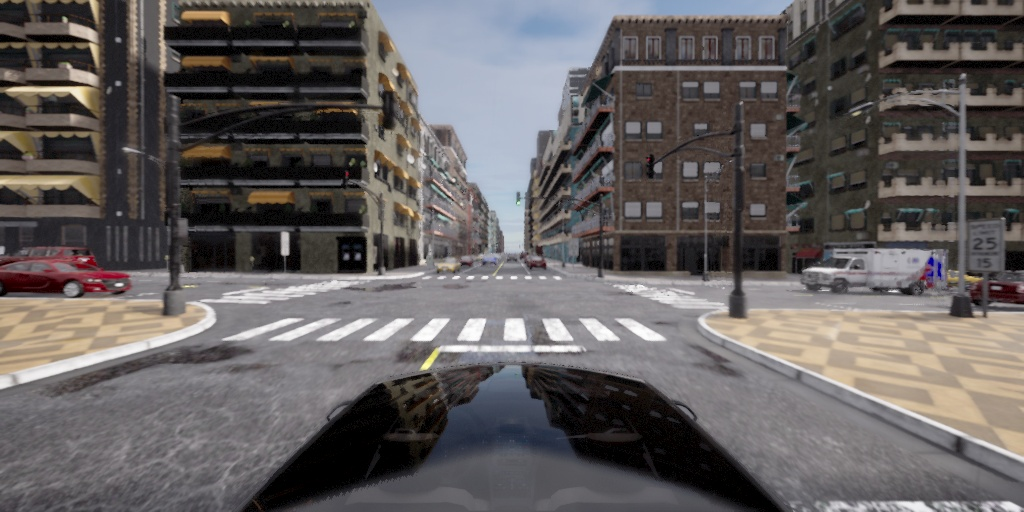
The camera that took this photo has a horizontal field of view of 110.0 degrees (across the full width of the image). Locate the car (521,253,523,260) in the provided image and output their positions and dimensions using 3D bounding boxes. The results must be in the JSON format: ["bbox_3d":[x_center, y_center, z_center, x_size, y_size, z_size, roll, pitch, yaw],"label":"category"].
[{"bbox_3d":[2.696,0.498,54.900,1.802,1.307,4.207,0,0,0],"label":"car"}]

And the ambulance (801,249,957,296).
[{"bbox_3d":[19.608,0.841,19.646,6.366,2.431,2.351,1,0,0],"label":"ambulance"}]

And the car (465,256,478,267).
[{"bbox_3d":[-5.687,0.633,43.869,1.888,1.381,4.507,0,0,0],"label":"car"}]

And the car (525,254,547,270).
[{"bbox_3d":[2.694,0.720,38.332,1.888,1.381,4.507,0,0,0],"label":"car"}]

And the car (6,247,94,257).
[{"bbox_3d":[-28.644,0.365,21.973,5.009,1.841,2.192,0,0,0],"label":"car"}]

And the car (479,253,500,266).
[{"bbox_3d":[-3.054,0.535,48.917,1.812,1.442,4.674,0,1,0],"label":"car"}]

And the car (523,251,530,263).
[{"bbox_3d":[2.695,0.528,43.855,1.967,1.591,4.097,0,0,0],"label":"car"}]

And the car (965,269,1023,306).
[{"bbox_3d":[20.836,1.303,14.008,4.097,1.591,1.967,0,0,0],"label":"car"}]

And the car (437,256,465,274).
[{"bbox_3d":[-5.687,0.787,32.654,1.751,1.417,4.829,0,0,0],"label":"car"}]

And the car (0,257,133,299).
[{"bbox_3d":[-17.262,0.822,13.680,4.507,1.381,1.888,0,0,0],"label":"car"}]

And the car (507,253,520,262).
[{"bbox_3d":[0.007,0.372,64.193,1.895,1.301,4.718,0,1,0],"label":"car"}]
